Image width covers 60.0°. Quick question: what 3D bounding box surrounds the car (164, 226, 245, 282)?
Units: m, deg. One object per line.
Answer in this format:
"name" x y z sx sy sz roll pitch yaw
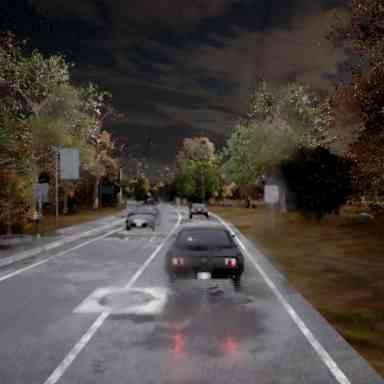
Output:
"car" 0.357 1.652 9.873 1.895 1.301 4.718 0 0 2

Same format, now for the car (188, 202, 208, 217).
"car" 0.582 1.737 33.181 2.033 1.411 5.357 0 0 -2

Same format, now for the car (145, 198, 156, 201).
"car" -7.824 1.812 62.669 1.994 1.385 4.181 1 0 -15

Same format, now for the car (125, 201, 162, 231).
"car" -3.032 1.608 21.664 2.128 1.511 4.902 0 0 1
